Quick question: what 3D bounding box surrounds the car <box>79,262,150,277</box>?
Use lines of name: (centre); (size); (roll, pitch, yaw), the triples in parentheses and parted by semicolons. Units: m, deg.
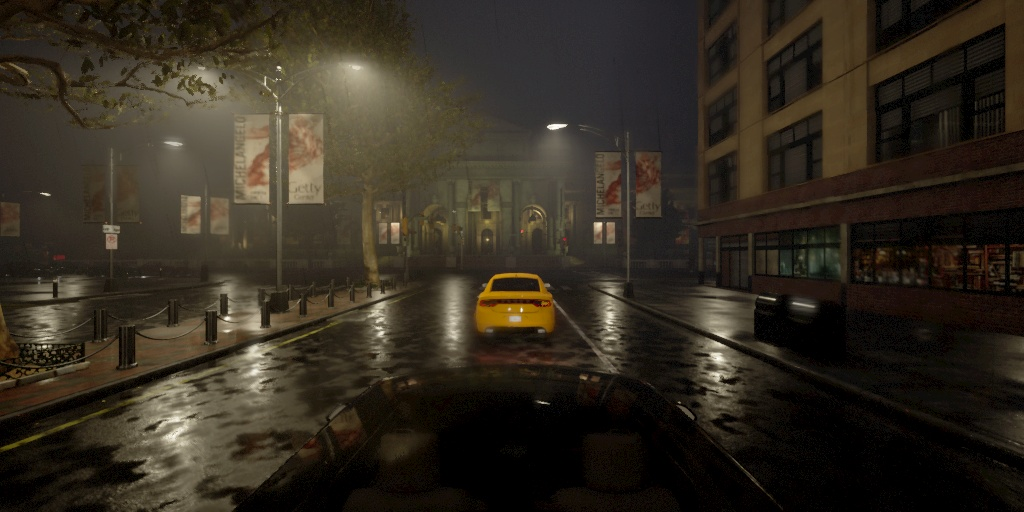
car: (-38.513, 1.314, 34.793); (4.181, 1.385, 1.994); (0, 0, 0)

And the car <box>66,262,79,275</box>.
car: (-47.010, 1.297, 38.344); (5.357, 1.411, 2.033); (0, 0, 0)

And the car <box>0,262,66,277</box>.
car: (-47.082, 1.276, 34.831); (4.674, 1.442, 1.812); (0, 0, 0)

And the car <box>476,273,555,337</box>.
car: (0.119, 1.228, 10.350); (1.882, 1.535, 5.008); (0, 0, 1)

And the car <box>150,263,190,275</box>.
car: (-37.404, 1.351, 38.290); (4.718, 1.301, 1.895); (0, 0, 0)
